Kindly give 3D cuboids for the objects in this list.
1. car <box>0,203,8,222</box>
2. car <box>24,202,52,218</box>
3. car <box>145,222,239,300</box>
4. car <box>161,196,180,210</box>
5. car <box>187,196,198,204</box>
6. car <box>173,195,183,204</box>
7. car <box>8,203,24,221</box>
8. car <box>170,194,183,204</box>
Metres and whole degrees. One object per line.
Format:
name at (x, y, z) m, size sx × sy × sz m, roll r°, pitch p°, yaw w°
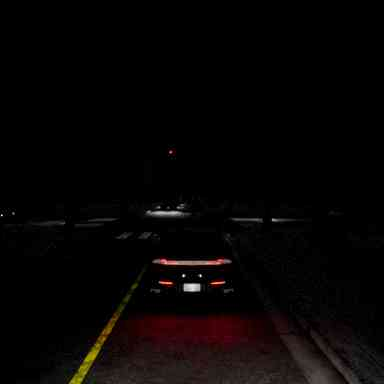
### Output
car at (-14.766, 1.537, 21.513) m, size 4.313 × 1.339 × 1.947 m, roll 0°, pitch 0°, yaw 0°
car at (-14.759, 1.577, 29.540) m, size 4.313 × 1.339 × 1.947 m, roll 0°, pitch 0°, yaw 0°
car at (0.003, 1.491, 8.362) m, size 2.128 × 1.511 × 4.902 m, roll 0°, pitch 0°, yaw 0°
car at (-2.840, 1.571, 41.665) m, size 1.895 × 1.301 × 4.718 m, roll 0°, pitch 0°, yaw 0°
car at (0.113, 1.468, 60.466) m, size 1.812 × 1.442 × 4.674 m, roll 0°, pitch 0°, yaw 0°
car at (-2.836, 1.503, 51.328) m, size 2.033 × 1.411 × 5.357 m, roll 0°, pitch 0°, yaw 0°
car at (-15.680, 1.206, 24.055) m, size 5.566 × 2.045 × 2.150 m, roll 0°, pitch 0°, yaw 0°
car at (-2.805, 1.294, 61.446) m, size 2.097 × 1.767 × 4.553 m, roll 0°, pitch 0°, yaw 0°
